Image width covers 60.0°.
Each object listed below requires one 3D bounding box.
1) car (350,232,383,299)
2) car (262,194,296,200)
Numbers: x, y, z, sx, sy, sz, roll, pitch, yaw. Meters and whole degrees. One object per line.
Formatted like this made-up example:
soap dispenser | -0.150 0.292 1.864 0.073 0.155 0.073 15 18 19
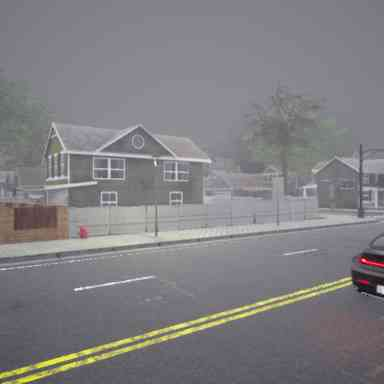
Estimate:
car | 5.402 1.504 7.285 4.892 1.490 1.837 0 0 -35
car | 10.554 1.254 38.403 2.150 2.045 5.566 0 0 -35
